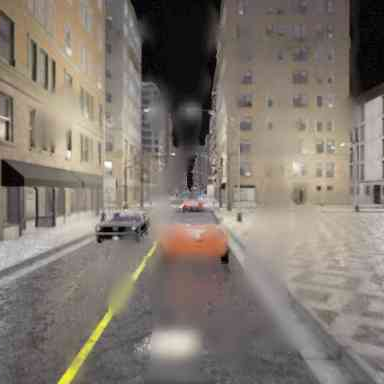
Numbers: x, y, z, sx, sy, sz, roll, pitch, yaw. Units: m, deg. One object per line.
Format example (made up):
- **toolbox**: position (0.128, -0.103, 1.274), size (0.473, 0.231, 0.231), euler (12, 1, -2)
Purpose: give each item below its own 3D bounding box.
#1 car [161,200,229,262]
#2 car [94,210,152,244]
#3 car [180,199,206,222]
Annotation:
- **car**: position (0.098, 1.319, 12.055), size (2.097, 1.767, 4.553), euler (0, 0, 0)
- **car**: position (-3.073, 1.560, 15.608), size (1.895, 1.301, 4.718), euler (0, 0, 0)
- **car**: position (0.106, 1.408, 26.516), size (1.882, 1.535, 5.008), euler (0, 0, 0)
